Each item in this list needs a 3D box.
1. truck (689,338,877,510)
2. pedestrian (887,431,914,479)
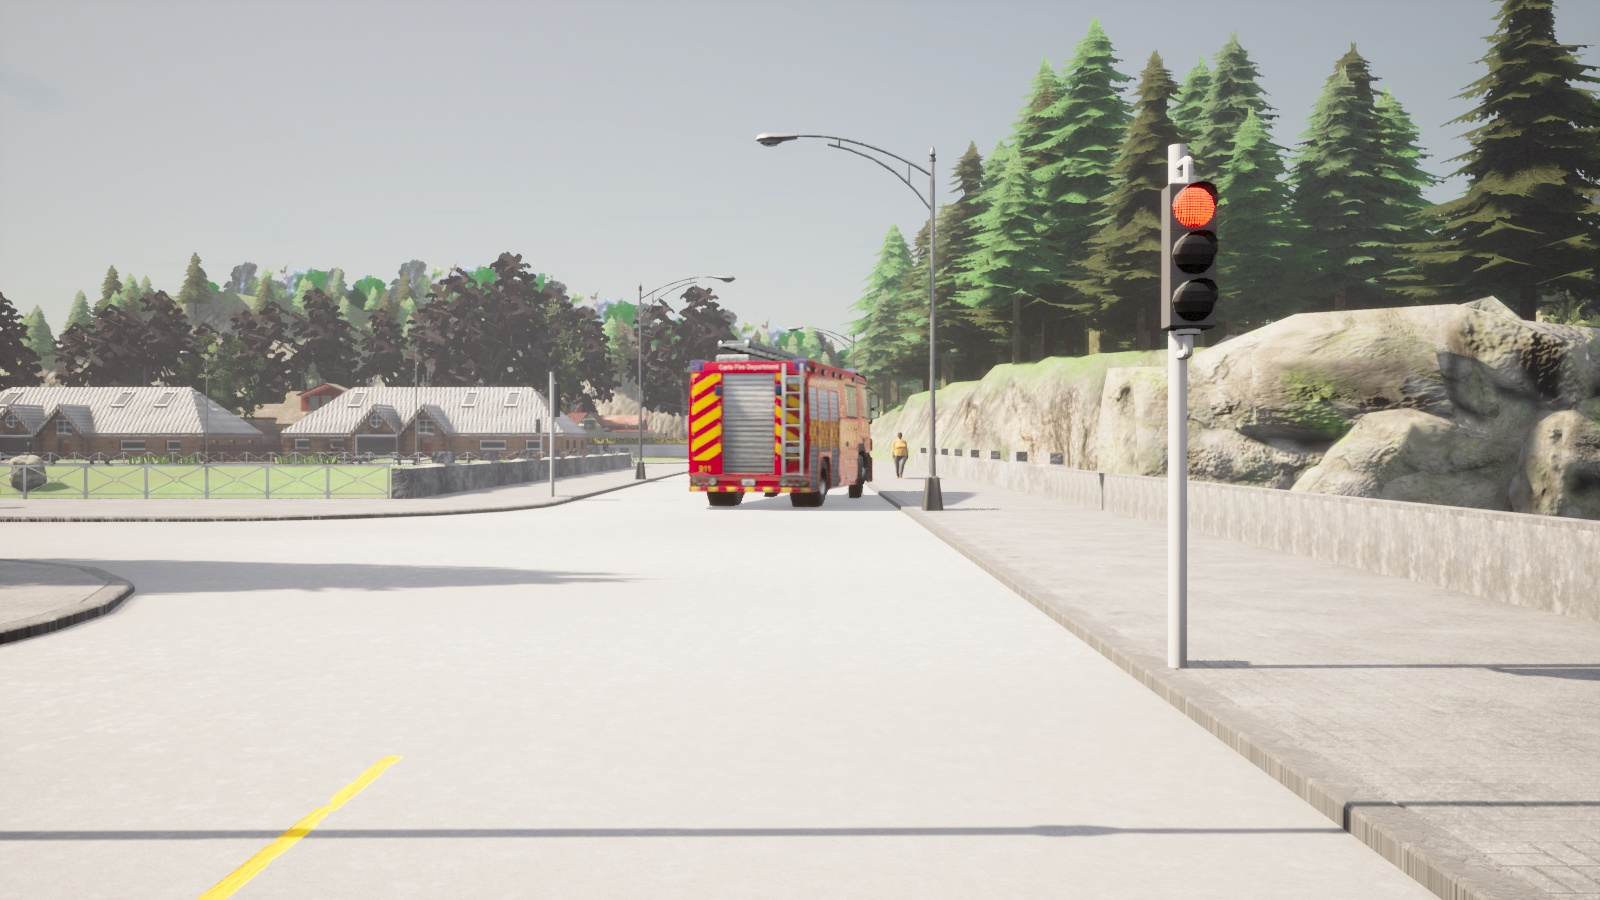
[{"bbox_3d":[-0.160,-0.601,32.404,2.891,3.827,8.468,0,0,13],"label":"truck"},{"bbox_3d":[3.851,0.187,48.253,0.874,1.855,0.900,0,0,-5],"label":"pedestrian"}]
